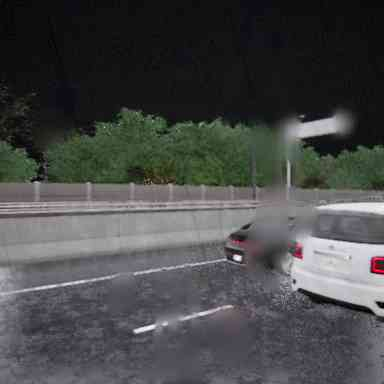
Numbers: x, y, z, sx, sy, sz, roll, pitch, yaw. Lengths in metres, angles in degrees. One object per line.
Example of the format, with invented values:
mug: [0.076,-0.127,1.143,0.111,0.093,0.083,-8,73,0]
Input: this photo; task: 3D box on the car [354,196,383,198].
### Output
car: [17.513,1.408,33.718,5.566,2.045,2.150,1,-1,-36]

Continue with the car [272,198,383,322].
car: [4.436,1.238,6.903,5.566,2.045,2.150,0,0,-35]

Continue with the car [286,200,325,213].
car: [13.482,1.690,39.438,4.892,1.490,1.837,1,0,-36]

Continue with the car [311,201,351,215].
car: [15.244,1.707,36.390,4.674,1.442,1.812,1,0,-36]

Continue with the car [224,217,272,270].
car: [3.189,1.524,10.327,4.892,1.490,1.837,0,0,-36]
